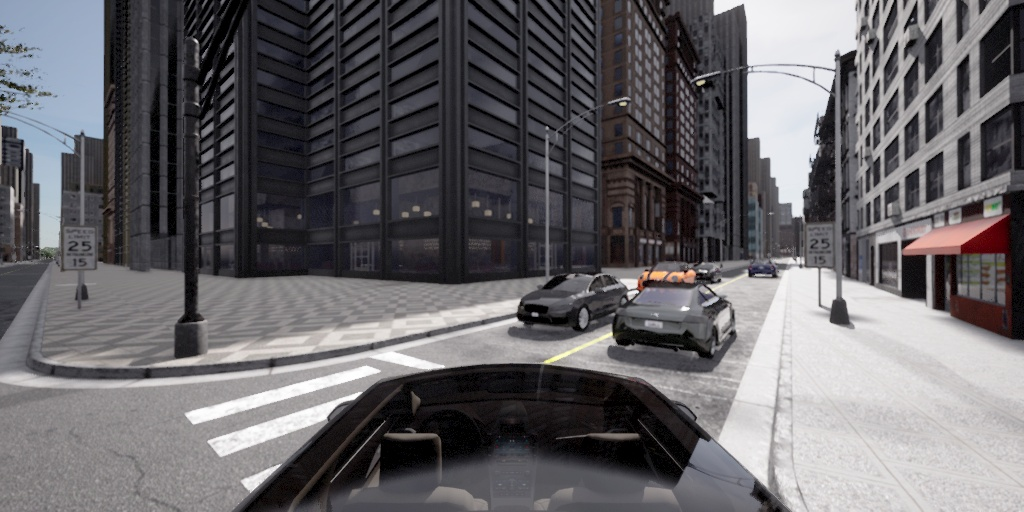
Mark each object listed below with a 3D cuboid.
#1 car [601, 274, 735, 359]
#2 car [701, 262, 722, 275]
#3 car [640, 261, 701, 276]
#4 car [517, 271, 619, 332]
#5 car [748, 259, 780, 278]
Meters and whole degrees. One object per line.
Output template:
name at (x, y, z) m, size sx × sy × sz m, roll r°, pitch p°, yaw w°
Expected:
car at (4.006, 1.304, 8.606) m, size 1.994 × 1.385 × 4.181 m, roll 0°, pitch 0°, yaw 38°
car at (14.695, 1.230, 27.379) m, size 1.837 × 1.490 × 4.892 m, roll 0°, pitch 0°, yaw 38°
car at (8.398, 1.092, 19.302) m, size 2.097 × 1.767 × 4.553 m, roll 0°, pitch 0°, yaw 38°
car at (2.084, 1.259, 11.185) m, size 1.837 × 1.490 × 4.892 m, roll 0°, pitch 0°, yaw 38°
car at (23.601, 1.044, 33.697) m, size 2.097 × 1.767 × 4.553 m, roll 0°, pitch 0°, yaw 38°
